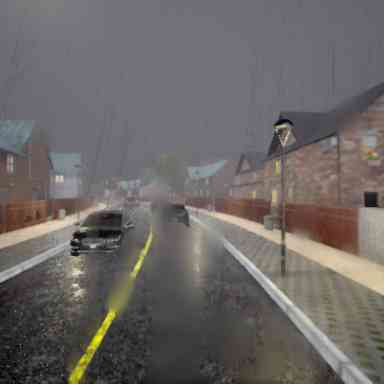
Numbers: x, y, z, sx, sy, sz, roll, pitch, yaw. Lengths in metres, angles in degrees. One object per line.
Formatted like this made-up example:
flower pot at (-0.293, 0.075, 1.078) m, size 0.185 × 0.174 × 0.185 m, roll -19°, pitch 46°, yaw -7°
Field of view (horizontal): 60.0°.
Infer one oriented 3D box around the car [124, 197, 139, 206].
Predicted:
car at (-9.822, 1.533, 53.930) m, size 2.097 × 1.767 × 4.553 m, roll 0°, pitch 0°, yaw -14°

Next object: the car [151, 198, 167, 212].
car at (-3.916, 1.454, 40.725) m, size 2.097 × 1.767 × 4.553 m, roll 0°, pitch 0°, yaw -11°

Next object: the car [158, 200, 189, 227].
car at (-1.249, 1.538, 22.950) m, size 1.837 × 1.490 × 4.892 m, roll 0°, pitch 0°, yaw -6°

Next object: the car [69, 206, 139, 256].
car at (-3.367, 1.517, 13.202) m, size 1.837 × 1.490 × 4.892 m, roll 0°, pitch 0°, yaw -4°
